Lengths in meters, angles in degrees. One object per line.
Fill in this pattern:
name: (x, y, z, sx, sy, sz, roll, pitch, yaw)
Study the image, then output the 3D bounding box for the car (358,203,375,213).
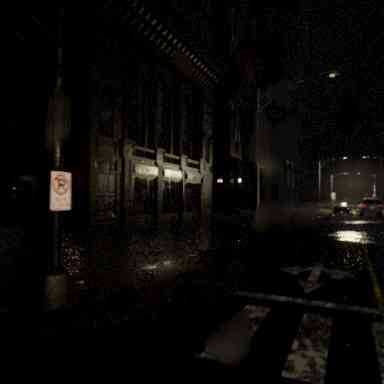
car: (24.852, 2.217, 47.456, 1.895, 1.301, 4.718, 0, -1, 25)

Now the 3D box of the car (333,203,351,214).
car: (19.628, 2.100, 43.448, 2.033, 1.411, 5.357, 0, -1, 25)

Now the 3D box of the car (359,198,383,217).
car: (20.292, 1.713, 37.773, 2.150, 2.045, 5.566, 0, -1, 26)
